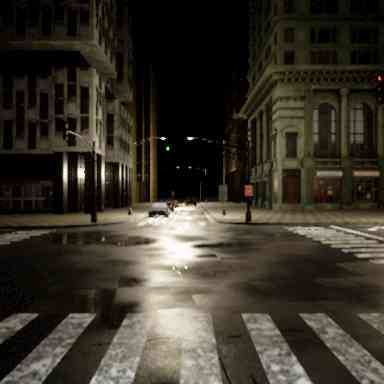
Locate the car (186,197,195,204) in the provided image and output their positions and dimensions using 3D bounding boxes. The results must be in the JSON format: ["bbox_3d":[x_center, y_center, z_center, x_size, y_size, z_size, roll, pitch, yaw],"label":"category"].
[{"bbox_3d":[-0.315,1.922,73.197,1.812,1.442,4.674,0,0,0],"label":"car"}]

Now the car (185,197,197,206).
[{"bbox_3d":[-0.143,1.850,61.087,1.837,1.490,4.892,0,-1,-1],"label":"car"}]

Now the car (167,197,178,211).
[{"bbox_3d":[-3.227,1.751,43.019,2.128,1.511,4.902,0,0,0],"label":"car"}]

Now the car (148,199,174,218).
[{"bbox_3d":[-3.165,1.754,33.104,2.033,1.411,5.357,0,0,0],"label":"car"}]

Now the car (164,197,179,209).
[{"bbox_3d":[-3.282,1.662,53.313,2.097,1.767,4.553,0,0,0],"label":"car"}]
